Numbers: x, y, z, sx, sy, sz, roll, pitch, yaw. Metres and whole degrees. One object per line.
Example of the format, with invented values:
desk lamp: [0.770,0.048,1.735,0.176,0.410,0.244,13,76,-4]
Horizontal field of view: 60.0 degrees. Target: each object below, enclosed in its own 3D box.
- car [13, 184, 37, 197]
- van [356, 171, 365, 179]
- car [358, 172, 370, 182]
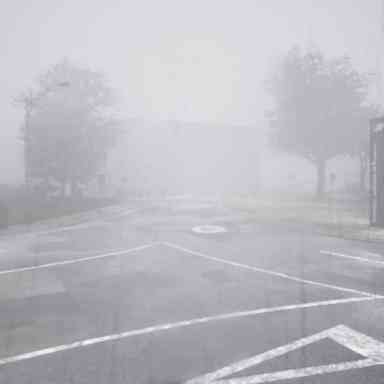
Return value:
car: [-21.747,0.037,45.416,2.231,1.521,4.892,0,1,12]
van: [44.763,-3.903,83.852,4.442,1.987,1.878,-2,6,-10]
car: [43.971,-3.335,80.831,5.366,1.575,1.946,-2,7,-10]
